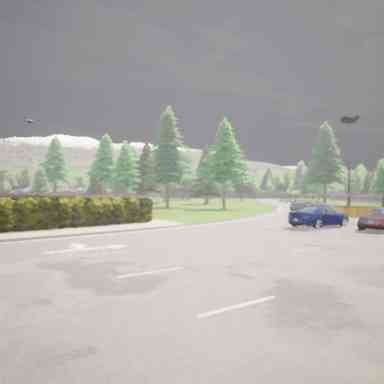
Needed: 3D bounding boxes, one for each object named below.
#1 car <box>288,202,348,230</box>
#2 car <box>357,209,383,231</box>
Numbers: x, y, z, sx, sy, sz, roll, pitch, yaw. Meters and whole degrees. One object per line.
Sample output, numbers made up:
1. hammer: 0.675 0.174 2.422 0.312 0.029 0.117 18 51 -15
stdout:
1. car: 8.725 1.677 22.867 5.008 1.535 1.882 1 0 -35
2. car: 12.382 1.783 21.175 4.181 1.385 1.994 1 0 -35
